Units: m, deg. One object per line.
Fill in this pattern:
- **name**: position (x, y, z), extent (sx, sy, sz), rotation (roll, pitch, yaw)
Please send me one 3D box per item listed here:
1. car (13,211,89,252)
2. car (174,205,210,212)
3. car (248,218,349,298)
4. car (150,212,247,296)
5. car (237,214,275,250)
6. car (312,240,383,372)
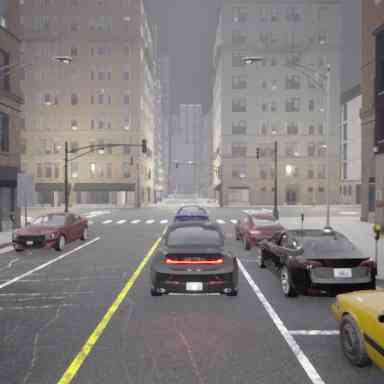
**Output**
- **car**: position (-5.710, 1.541, 13.929), extent (1.887, 1.381, 4.507), rotation (-1, 0, 0)
- **car**: position (-0.006, 1.473, 18.545), extent (1.882, 1.535, 5.008), rotation (0, 0, 0)
- **car**: position (2.848, 1.564, 8.367), extent (1.947, 1.339, 4.313), rotation (-1, 0, 0)
- **car**: position (0.052, 1.503, 8.595), extent (1.837, 1.490, 4.892), rotation (0, 0, 0)
- **car**: position (2.835, 1.578, 13.952), extent (1.802, 1.307, 4.206), rotation (-1, 0, 0)
- **car**: position (2.860, 1.525, 2.950), extent (1.752, 1.417, 4.829), rotation (-1, 0, 0)
